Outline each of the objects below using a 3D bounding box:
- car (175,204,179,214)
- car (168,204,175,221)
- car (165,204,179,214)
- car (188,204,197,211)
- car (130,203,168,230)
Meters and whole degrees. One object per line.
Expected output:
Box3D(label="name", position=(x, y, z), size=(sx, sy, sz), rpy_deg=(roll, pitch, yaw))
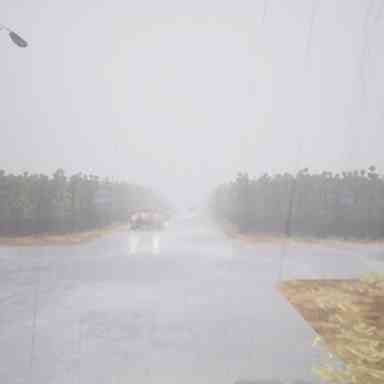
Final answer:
Box3D(label="car", position=(-3.162, 2.316, 42.721), size=(1.994, 1.385, 4.181), rpy_deg=(0, -2, 0))
Box3D(label="car", position=(-3.176, 1.946, 33.693), size=(2.097, 1.767, 4.553), rpy_deg=(0, -1, 0))
Box3D(label="car", position=(-3.137, 2.657, 52.997), size=(1.812, 1.442, 4.674), rpy_deg=(0, -2, 0))
Box3D(label="car", position=(0.142, 3.147, 67.924), size=(2.033, 1.411, 5.357), rpy_deg=(0, -1, 0))
Box3D(label="car", position=(-3.183, 1.798, 24.634), size=(2.097, 1.767, 4.553), rpy_deg=(0, -1, 0))
